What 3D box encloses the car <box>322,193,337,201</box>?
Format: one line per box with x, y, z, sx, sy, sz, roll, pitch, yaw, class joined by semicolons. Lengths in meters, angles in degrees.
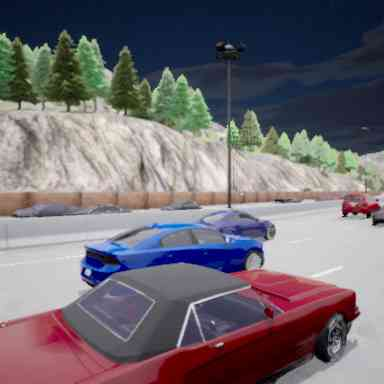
25.184;1.149;57.933;2.150;2.045;5.566;0;0;41;car

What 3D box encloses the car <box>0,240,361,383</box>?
0.124;1.607;4.135;4.718;1.301;1.895;0;0;-37;car

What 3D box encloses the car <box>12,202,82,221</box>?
-12.894;1.656;29.737;5.357;1.411;2.033;0;0;-43;car

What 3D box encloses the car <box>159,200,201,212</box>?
-1.070;1.550;32.303;1.837;1.490;4.892;0;0;40;car

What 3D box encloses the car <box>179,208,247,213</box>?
1.852;1.534;14.850;4.674;1.442;1.812;0;0;-43;car

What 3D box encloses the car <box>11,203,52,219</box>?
-11.253;1.643;26.501;5.357;1.411;2.033;0;0;-42;car

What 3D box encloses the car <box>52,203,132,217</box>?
-6.210;1.565;21.800;4.892;1.490;1.837;-1;1;-42;car

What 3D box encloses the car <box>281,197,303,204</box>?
18.794;1.530;61.225;1.994;1.385;4.181;0;0;41;car

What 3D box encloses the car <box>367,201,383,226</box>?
13.600;1.515;22.365;1.994;1.385;4.181;0;0;41;car

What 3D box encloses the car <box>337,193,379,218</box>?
14.942;1.173;29.279;2.150;2.045;5.566;0;0;40;car

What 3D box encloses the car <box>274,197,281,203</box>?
18.030;1.574;65.710;1.895;1.301;4.718;0;0;40;car

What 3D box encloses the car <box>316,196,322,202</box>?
25.103;1.490;63.249;1.994;1.385;4.181;0;0;40;car

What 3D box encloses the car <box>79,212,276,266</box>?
-0.222;1.490;8.390;5.008;1.535;1.882;0;0;-39;car
